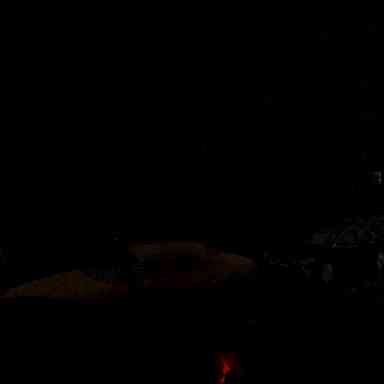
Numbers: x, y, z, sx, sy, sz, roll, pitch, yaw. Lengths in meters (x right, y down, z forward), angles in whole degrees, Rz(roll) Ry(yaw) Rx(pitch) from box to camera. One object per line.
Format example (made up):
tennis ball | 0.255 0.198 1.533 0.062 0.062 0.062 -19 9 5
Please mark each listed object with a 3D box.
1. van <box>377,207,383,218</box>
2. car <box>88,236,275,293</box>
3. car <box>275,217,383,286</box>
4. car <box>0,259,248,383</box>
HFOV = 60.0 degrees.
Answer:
van | 8.470 1.403 12.695 3.998 1.788 1.690 0 0 -35
car | -0.846 1.537 6.049 4.829 1.417 1.752 0 0 -35
car | 3.881 1.588 9.420 4.403 1.369 2.008 0 0 -35
car | -1.661 1.563 2.195 4.181 1.385 1.994 0 0 -35
